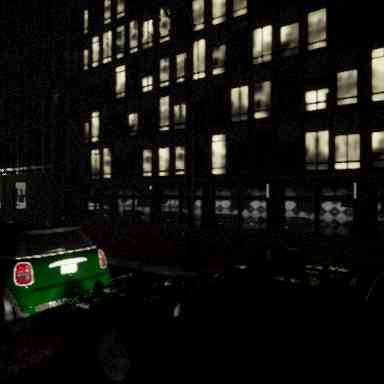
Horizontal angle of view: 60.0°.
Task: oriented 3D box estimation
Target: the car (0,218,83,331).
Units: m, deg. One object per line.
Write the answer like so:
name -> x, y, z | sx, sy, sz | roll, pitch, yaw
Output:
car -> -3.917, 1.392, 7.197 | 4.553, 1.767, 2.097 | 0, 0, 36

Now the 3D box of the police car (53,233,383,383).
police car -> 0.832, 1.453, 3.761 | 5.238, 1.638, 1.930 | 0, 0, 36

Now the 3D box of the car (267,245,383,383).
car -> 3.295, 1.616, 4.188 | 4.206, 1.307, 1.802 | 0, 0, 36
